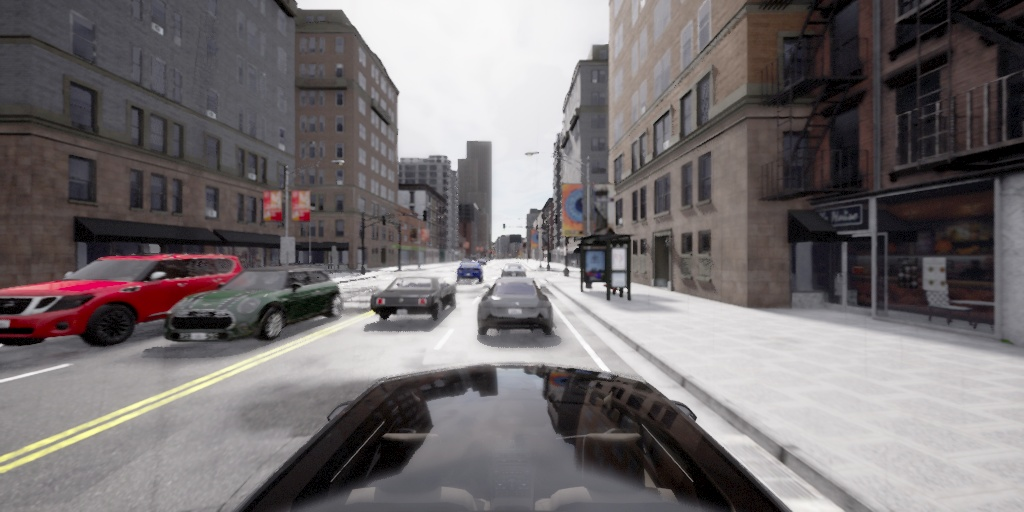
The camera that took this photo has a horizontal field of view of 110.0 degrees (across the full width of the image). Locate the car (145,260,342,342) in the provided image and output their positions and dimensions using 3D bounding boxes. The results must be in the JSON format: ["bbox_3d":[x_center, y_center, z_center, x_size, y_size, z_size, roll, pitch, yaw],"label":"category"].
[{"bbox_3d":[-6.582,1.089,9.780,2.097,1.767,4.553,0,0,0],"label":"car"}]

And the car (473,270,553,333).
[{"bbox_3d":[0.088,1.301,10.652,1.994,1.385,4.181,0,0,0],"label":"car"}]

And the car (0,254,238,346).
[{"bbox_3d":[-9.836,0.961,9.681,2.150,2.045,5.566,0,0,0],"label":"car"}]

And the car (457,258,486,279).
[{"bbox_3d":[-3.321,1.196,28.735,1.882,1.535,5.008,0,0,-3],"label":"car"}]

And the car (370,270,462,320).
[{"bbox_3d":[-3.150,1.335,12.565,1.895,1.301,4.718,0,0,0],"label":"car"}]

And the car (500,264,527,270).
[{"bbox_3d":[0.123,1.267,26.347,2.033,1.411,5.357,0,0,0],"label":"car"}]
